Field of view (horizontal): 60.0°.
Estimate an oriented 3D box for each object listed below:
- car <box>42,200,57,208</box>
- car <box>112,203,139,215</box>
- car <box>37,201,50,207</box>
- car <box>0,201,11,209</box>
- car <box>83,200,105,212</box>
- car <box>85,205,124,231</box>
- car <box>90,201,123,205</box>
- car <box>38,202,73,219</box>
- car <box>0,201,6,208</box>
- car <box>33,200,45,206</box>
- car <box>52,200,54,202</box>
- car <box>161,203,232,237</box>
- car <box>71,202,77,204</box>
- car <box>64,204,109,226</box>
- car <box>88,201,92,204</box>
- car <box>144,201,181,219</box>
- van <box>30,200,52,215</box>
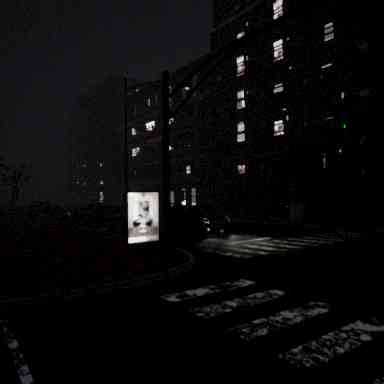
[{"bbox_3d":[-31.385,2.526,73.219,1.967,1.590,4.097,-2,0,-36],"label":"car"},{"bbox_3d":[-8.400,2.095,41.730,1.802,1.307,4.206,-2,0,-36],"label":"car"},{"bbox_3d":[-34.656,2.734,77.724,1.947,1.339,4.313,-2,0,-36],"label":"car"},{"bbox_3d":[-38.161,2.702,68.293,2.008,1.369,4.403,-2,0,-36],"label":"car"},{"bbox_3d":[-15.012,2.117,50.696,1.967,1.590,4.097,-2,0,-36],"label":"car"},{"bbox_3d":[-5.526,1.887,23.164,2.008,1.369,4.403,-2,0,-36],"label":"car"},{"bbox_3d":[-7.358,1.915,30.327,1.837,1.490,4.892,-1,1,-36],"label":"car"},{"bbox_3d":[-14.894,2.114,36.133,1.887,1.381,4.507,-2,0,-36],"label":"car"},{"bbox_3d":[-44.710,2.861,77.303,1.887,1.381,4.507,-2,0,-36],"label":"car"},{"bbox_3d":[-37.930,2.795,82.229,1.887,1.381,4.507,-2,0,-36],"label":"car"},{"bbox_3d":[-20.072,2.258,47.978,1.812,1.442,4.674,-1,-1,-36],"label":"car"},{"bbox_3d":[0.276,1.579,19.888,2.097,1.767,4.553,-1,-1,-37],"label":"car"},{"bbox_3d":[-21.560,2.422,59.704,1.802,1.307,4.206,-2,0,-36],"label":"car"},{"bbox_3d":[-8.800,1.968,27.670,2.008,1.369,4.403,-2,0,-36],"label":"car"},{"bbox_3d":[-12.456,2.059,42.787,1.882,1.535,5.008,-1,-1,-36],"label":"car"},{"bbox_3d":[-3.129,1.823,34.557,1.967,1.590,4.097,-2,0,-36],"label":"car"},{"bbox_3d":[-19.828,2.034,43.010,1.690,1.788,3.998,-2,0,-36],"label":"van"}]
